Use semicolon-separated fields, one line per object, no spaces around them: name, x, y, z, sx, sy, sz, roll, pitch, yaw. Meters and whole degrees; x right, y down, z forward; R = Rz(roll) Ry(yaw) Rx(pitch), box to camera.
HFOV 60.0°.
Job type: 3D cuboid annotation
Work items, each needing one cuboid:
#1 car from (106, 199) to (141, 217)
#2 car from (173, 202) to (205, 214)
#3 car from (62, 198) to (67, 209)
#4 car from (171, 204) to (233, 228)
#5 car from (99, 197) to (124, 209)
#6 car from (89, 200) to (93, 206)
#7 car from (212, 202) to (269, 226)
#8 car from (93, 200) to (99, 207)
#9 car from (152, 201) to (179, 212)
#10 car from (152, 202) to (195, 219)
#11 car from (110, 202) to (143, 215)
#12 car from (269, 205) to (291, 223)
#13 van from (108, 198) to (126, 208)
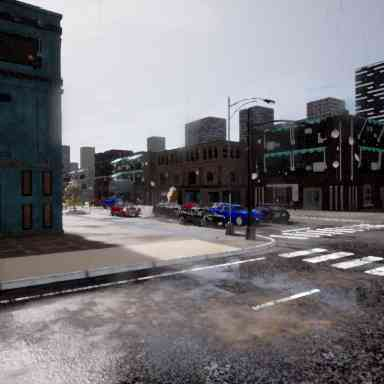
car;-7.285;1.846;35.928;1.967;1.590;4.097;-1;0;-35
car;-0.454;1.904;40.786;1.802;1.307;4.206;-2;0;-35
car;-23.223;2.233;58.344;1.752;1.417;4.829;-1;0;-35
car;0.660;1.814;24.549;1.947;1.339;4.313;-2;0;-35
car;-12.552;1.763;53.334;2.150;2.045;5.566;-1;0;-35
car;-19.701;2.227;67.851;1.887;1.381;4.507;-1;0;-35
car;3.187;1.692;25.685;1.882;1.535;5.008;-1;0;-36
car;-16.498;1.940;63.340;2.192;1.841;5.009;-1;0;-35
car;-3.661;1.966;45.297;1.802;1.307;4.206;-2;0;-35
car;-2.212;1.813;33.282;2.128;1.511;4.902;-1;0;-35
car;-8.343;1.989;41.915;2.033;1.411;5.357;-1;0;-35
car;5.956;1.743;27.241;1.994;1.385;4.181;-1;0;-35
van;-13.290;1.907;58.829;1.690;1.788;3.998;-1;0;-35
